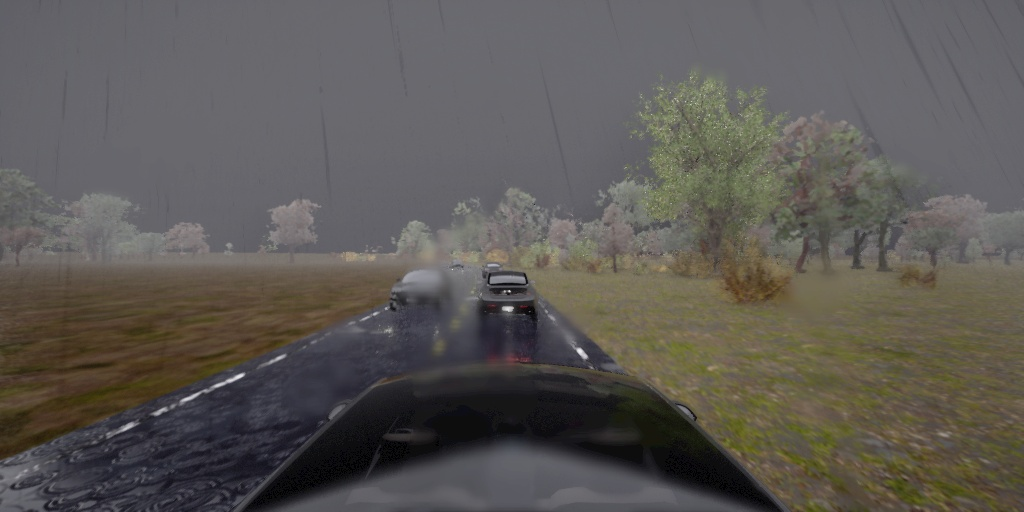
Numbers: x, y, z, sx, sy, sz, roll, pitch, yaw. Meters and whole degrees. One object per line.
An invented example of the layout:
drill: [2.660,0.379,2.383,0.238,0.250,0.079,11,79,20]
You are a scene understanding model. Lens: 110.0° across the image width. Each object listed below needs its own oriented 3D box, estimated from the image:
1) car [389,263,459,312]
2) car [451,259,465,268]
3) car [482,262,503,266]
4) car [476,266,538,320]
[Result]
car: [-3.480,1.233,14.567,1.882,1.535,5.008,0,0,-3]
car: [-8.924,1.308,58.671,1.837,1.490,4.892,0,0,-12]
car: [-1.787,1.277,33.310,1.812,1.442,4.674,0,0,-6]
car: [-0.190,1.255,12.555,1.837,1.490,4.892,0,0,-2]
